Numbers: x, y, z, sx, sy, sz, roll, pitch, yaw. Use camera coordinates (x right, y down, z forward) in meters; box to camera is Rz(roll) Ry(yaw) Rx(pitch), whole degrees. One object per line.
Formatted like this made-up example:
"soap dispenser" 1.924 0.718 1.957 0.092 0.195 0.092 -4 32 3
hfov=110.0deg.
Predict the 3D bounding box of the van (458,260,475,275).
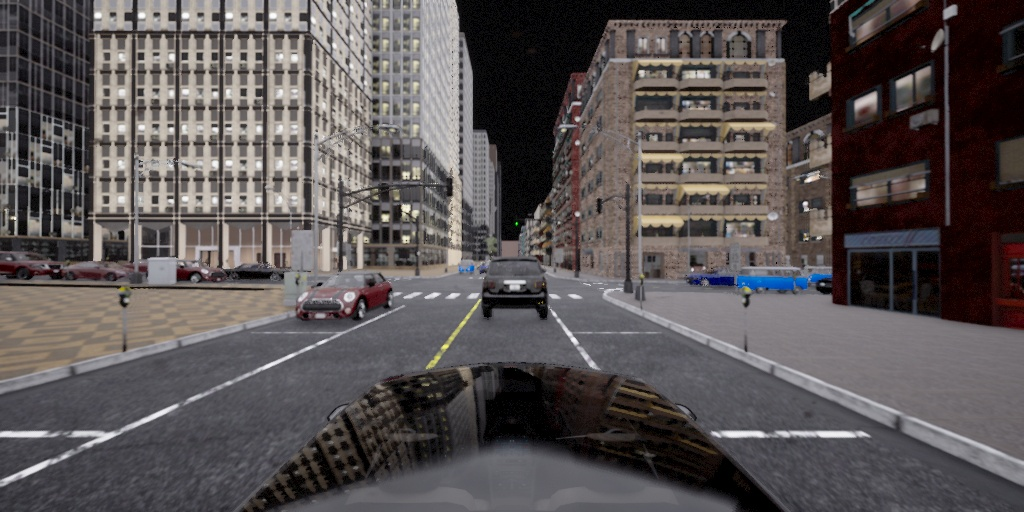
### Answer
"van" -5.683 1.400 45.123 1.690 1.789 3.998 0 0 0

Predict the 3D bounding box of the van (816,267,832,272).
"van" 27.924 1.863 31.899 3.998 1.789 1.690 0 0 0

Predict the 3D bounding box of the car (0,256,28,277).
"car" -38.812 0.709 25.994 4.892 1.490 1.837 1 0 0

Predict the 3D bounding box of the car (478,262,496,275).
"car" -3.080 1.538 45.221 1.882 1.535 5.008 0 0 0

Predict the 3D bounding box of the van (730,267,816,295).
"van" 16.915 1.604 23.359 3.998 1.789 1.690 0 0 0

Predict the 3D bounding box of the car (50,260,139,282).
"car" -26.718 1.005 23.411 4.207 1.307 1.802 0 0 0

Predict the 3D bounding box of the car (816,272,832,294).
"car" 22.455 1.936 23.540 4.313 1.339 1.948 0 0 0

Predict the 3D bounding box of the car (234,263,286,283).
"car" -18.141 1.203 26.021 4.718 1.301 1.895 1 0 0

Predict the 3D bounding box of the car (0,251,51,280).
"car" -32.292 0.630 23.400 5.009 1.841 2.192 0 0 0

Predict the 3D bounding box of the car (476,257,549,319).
"car" 0.136 1.052 13.434 2.150 2.045 5.566 0 -1 1

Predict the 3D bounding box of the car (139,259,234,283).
"car" -21.144 0.970 23.422 4.097 1.591 1.967 0 0 0

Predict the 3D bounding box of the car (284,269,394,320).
"car" -5.689 1.266 12.650 1.967 1.591 4.097 0 0 0

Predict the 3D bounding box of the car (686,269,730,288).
"car" 16.879 1.772 29.290 5.008 1.535 1.882 1 0 0

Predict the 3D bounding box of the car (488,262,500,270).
"car" -3.032 1.713 62.142 1.812 1.442 4.674 0 -1 1
